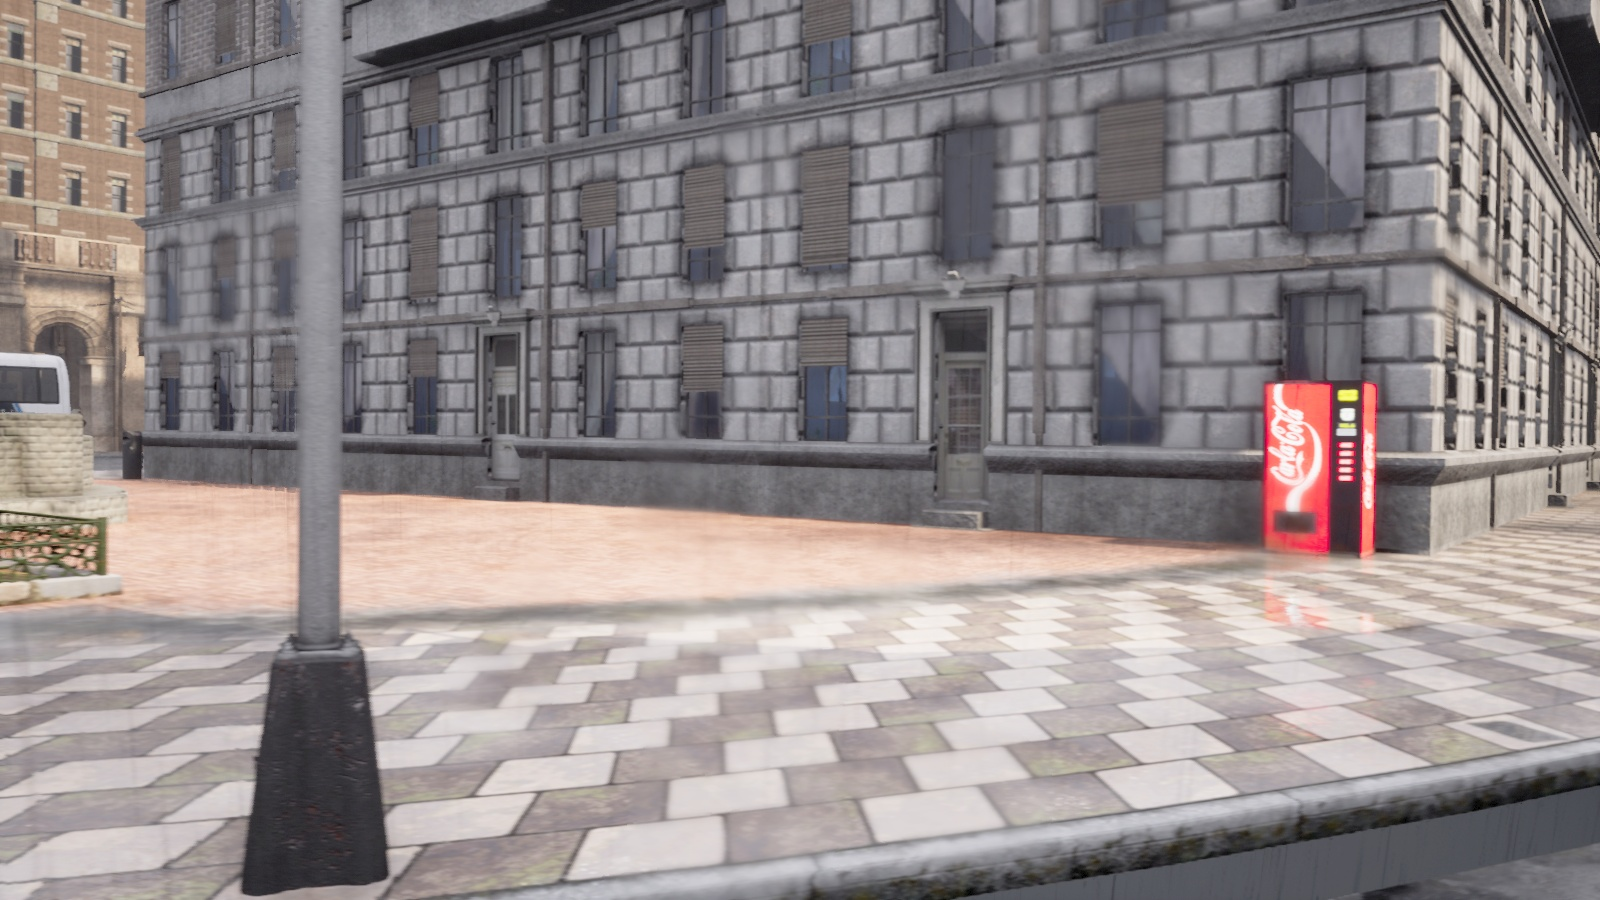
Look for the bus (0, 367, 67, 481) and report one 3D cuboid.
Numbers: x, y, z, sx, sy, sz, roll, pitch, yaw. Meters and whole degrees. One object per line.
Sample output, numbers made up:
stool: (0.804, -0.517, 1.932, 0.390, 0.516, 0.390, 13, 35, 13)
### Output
bus: (-33.084, -0.907, 45.716, 3.944, 4.253, 10.273, 0, 1, 36)
